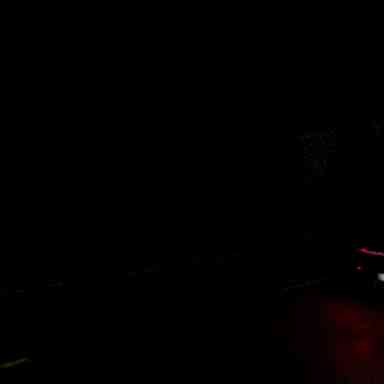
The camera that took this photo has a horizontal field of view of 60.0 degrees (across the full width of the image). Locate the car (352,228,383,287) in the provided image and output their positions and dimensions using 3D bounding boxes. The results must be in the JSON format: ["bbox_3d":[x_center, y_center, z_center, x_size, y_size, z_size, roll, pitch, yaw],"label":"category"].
[{"bbox_3d":[5.737,1.426,7.848,4.902,1.511,2.128,-1,0,-35],"label":"car"}]
